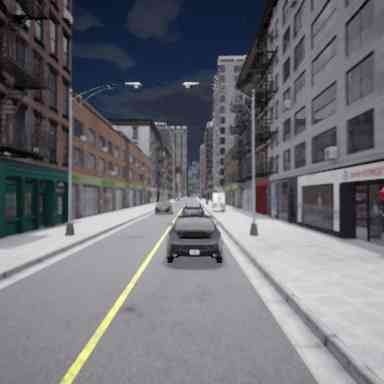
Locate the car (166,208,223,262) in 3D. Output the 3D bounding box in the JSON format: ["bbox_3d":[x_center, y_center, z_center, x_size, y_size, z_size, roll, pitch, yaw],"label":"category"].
[{"bbox_3d":[0.091,1.574,12.441,1.837,1.490,4.892,0,0,0],"label":"car"}]

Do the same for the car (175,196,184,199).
[{"bbox_3d":[-2.997,1.591,78.509,2.097,1.767,4.553,0,0,0],"label":"car"}]

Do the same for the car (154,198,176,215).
[{"bbox_3d":[-3.092,1.731,37.148,1.837,1.490,4.892,0,0,0],"label":"car"}]

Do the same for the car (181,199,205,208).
[{"bbox_3d":[0.094,1.663,29.182,2.128,1.511,4.902,0,0,0],"label":"car"}]

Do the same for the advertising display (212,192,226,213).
[{"bbox_3d":[3.131,1.262,38.656,1.540,2.440,0.280,0,-1,0],"label":"advertising display"}]
